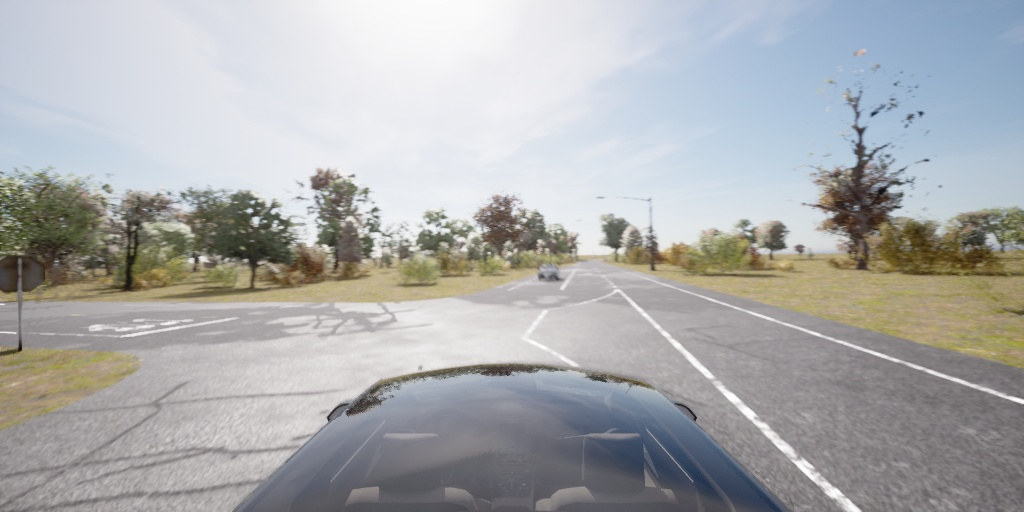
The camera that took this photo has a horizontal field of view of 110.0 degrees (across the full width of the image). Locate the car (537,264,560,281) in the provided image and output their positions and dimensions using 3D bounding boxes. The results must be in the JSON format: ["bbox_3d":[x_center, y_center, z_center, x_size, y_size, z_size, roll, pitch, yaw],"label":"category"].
[{"bbox_3d":[3.534,1.544,33.987,2.128,1.511,4.902,-2,-1,11],"label":"car"}]
